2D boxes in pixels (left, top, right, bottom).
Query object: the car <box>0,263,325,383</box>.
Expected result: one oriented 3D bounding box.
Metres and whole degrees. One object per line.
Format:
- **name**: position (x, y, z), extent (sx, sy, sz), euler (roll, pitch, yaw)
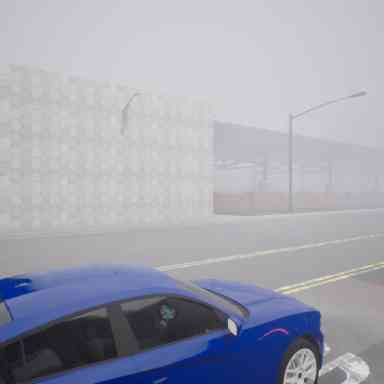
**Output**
- **car**: position (-0.723, 1.478, 3.234), extent (5.008, 1.535, 1.882), euler (0, 0, -36)
